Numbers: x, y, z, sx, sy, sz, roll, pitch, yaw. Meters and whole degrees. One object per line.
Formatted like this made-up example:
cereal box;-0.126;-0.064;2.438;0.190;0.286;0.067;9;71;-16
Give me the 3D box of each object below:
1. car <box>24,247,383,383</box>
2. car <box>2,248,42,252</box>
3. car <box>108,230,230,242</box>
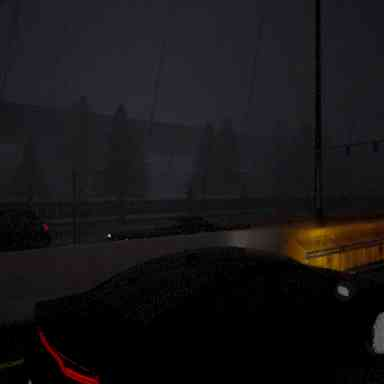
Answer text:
car;0.675;1.466;4.230;5.008;1.535;1.882;0;0;-35
car;-7.443;1.349;11.569;4.553;1.767;2.097;0;0;-35
car;-0.671;1.576;12.076;4.718;1.301;1.895;0;0;-35
